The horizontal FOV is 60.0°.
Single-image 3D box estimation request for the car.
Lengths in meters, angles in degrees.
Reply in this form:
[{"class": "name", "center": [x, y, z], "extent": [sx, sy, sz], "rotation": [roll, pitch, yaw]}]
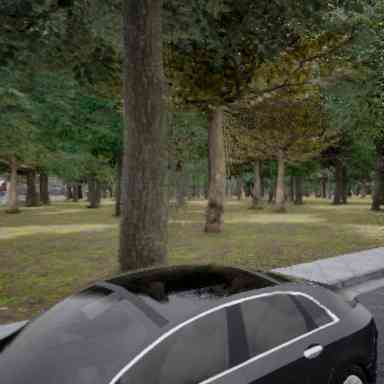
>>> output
[{"class": "car", "center": [-0.278, 1.503, 2.836], "extent": [4.892, 1.490, 1.837], "rotation": [0, 0, -36]}]
